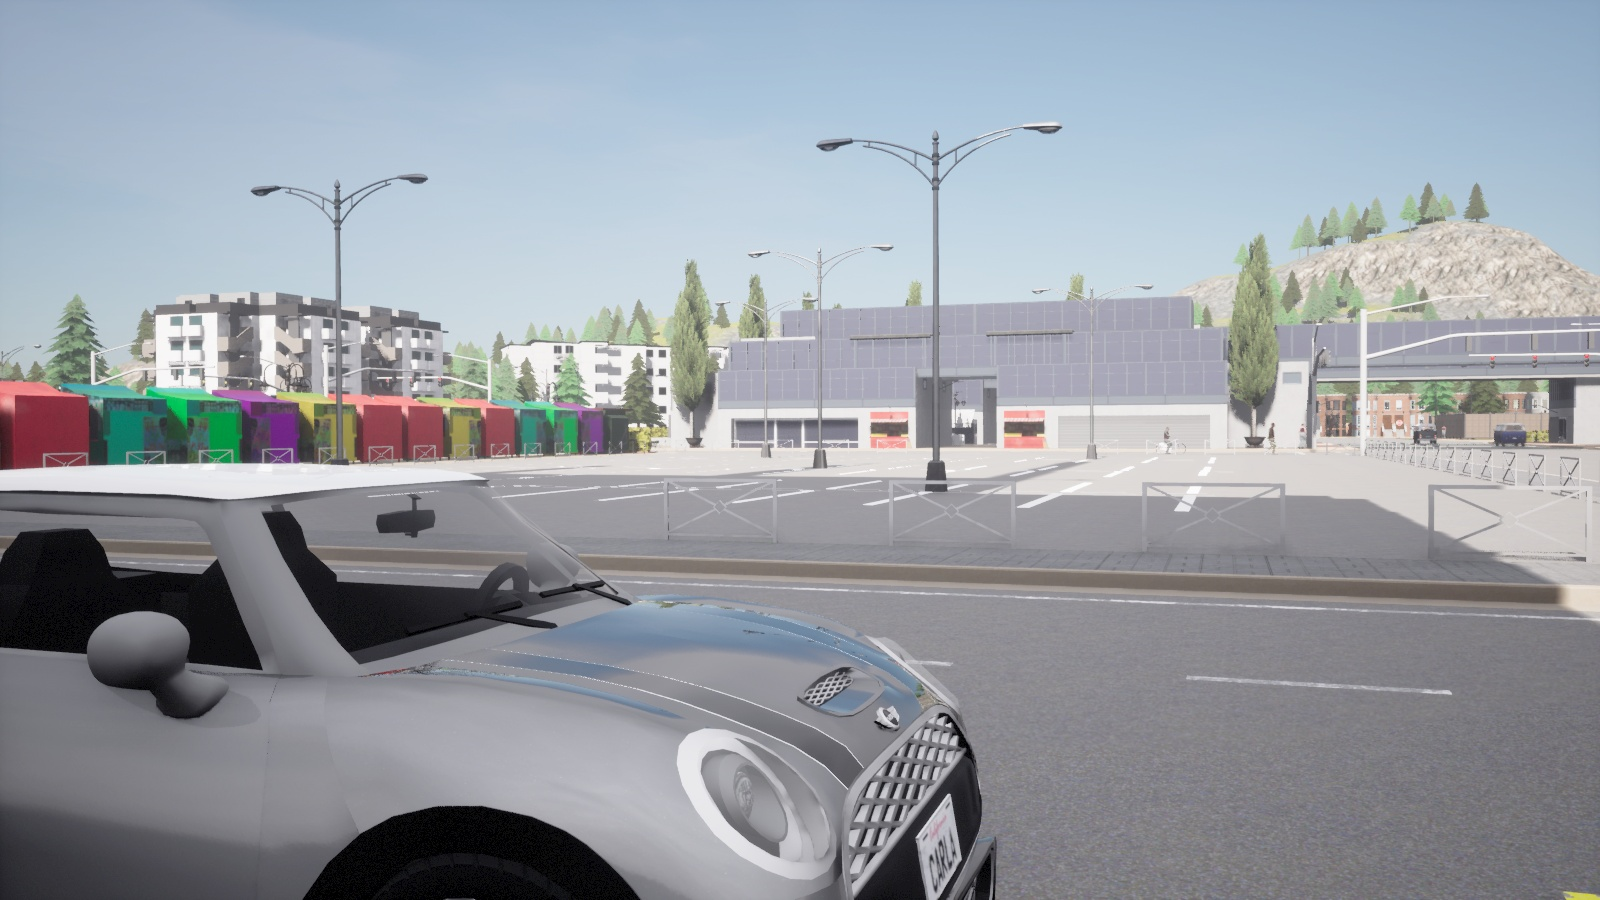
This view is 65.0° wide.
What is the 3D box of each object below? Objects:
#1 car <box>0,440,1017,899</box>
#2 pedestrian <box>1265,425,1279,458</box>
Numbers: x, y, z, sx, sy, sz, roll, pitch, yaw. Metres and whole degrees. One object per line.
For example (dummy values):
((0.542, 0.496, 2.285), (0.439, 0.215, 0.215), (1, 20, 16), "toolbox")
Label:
((-1.428, 0.728, 3.672), (3.806, 1.475, 1.970), (1, 1, 18), "car")
((26.180, -0.476, 69.625), (0.703, 1.840, 0.431), (0, 1, 17), "pedestrian")
